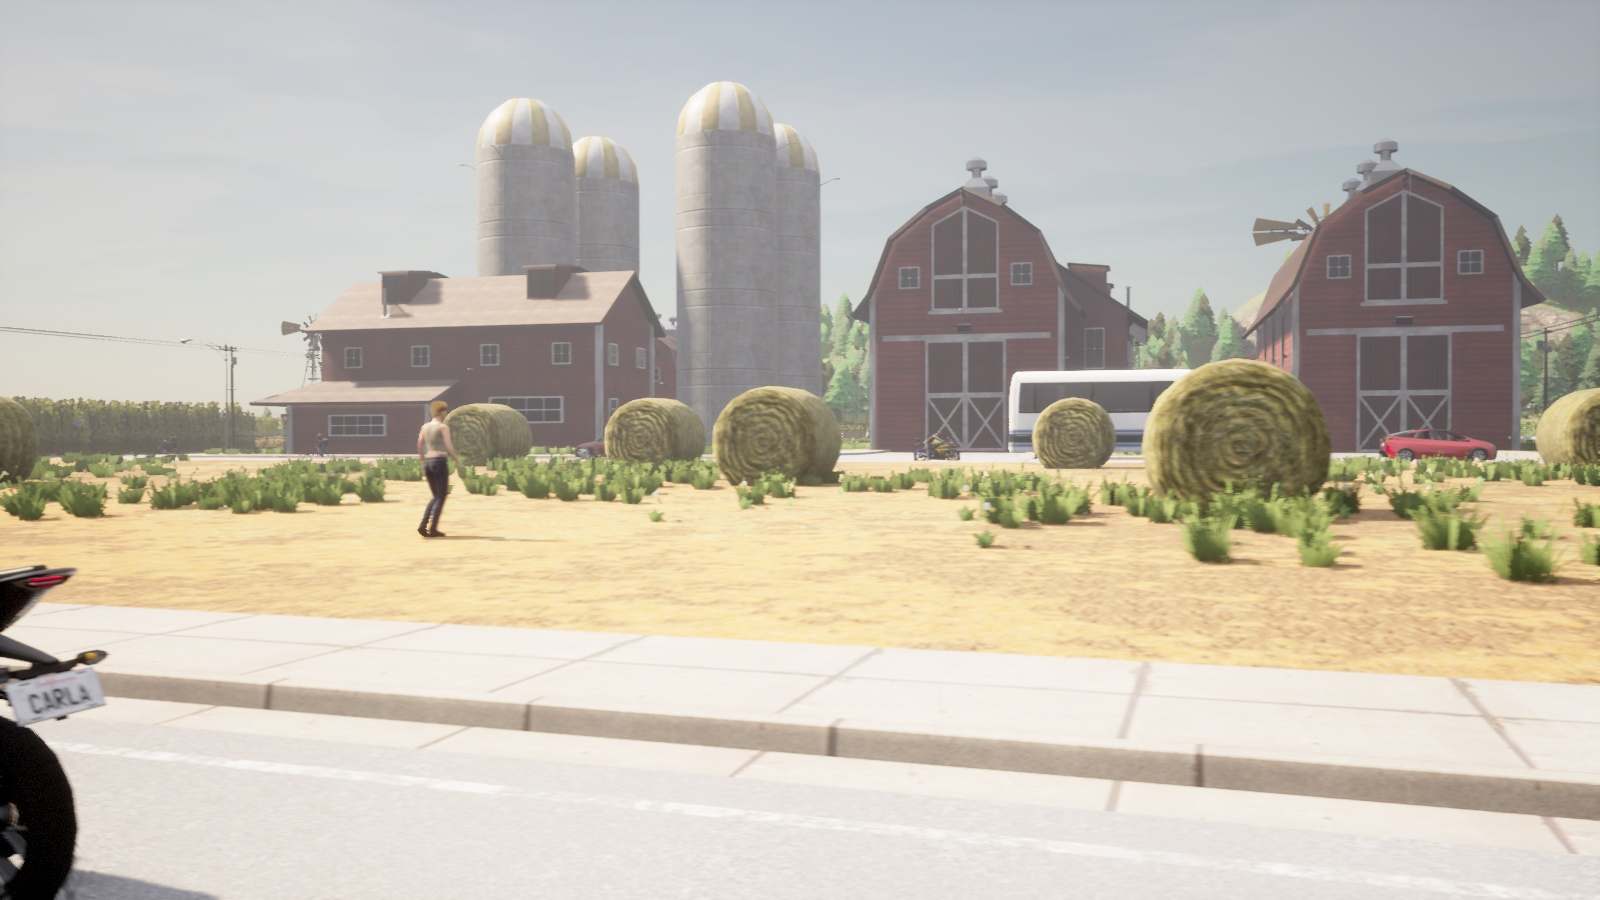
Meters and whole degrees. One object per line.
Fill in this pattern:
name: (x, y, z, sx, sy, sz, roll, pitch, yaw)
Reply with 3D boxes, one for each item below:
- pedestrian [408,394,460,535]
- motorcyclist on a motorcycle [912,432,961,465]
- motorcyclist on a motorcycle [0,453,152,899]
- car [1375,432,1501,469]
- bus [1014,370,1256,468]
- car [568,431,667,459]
pedestrian: (-4.864, 0.190, 16.697, 0.345, 1.836, 0.594, 1, 1, 30)
motorcyclist on a motorcycle: (6.478, -0.071, 59.559, 2.191, 1.530, 0.866, 1, 1, 15)
motorcyclist on a motorcycle: (-3.460, 0.779, 4.358, 2.191, 1.530, 0.866, 1, 1, 19)
car: (27.378, 0.015, 54.050, 4.514, 1.525, 2.007, 0, 1, 15)
bus: (15.152, -1.402, 57.255, 10.273, 4.253, 3.944, 0, 1, 15)
car: (-9.801, -0.283, 67.474, 4.792, 1.488, 2.163, 0, 1, 15)
